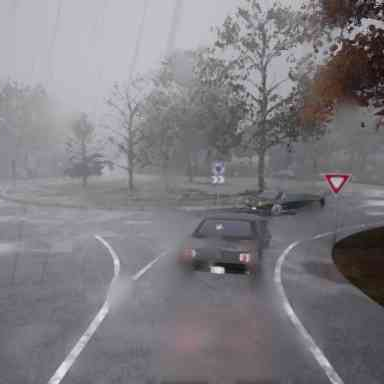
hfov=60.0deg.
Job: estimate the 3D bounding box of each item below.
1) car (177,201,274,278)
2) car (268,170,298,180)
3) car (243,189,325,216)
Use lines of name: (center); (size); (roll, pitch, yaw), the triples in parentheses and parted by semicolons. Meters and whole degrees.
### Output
car: (1.147, 1.242, 9.295); (1.895, 1.301, 4.718); (1, 4, 15)
car: (13.501, -2.539, 49.520); (1.812, 1.442, 4.674); (-4, 7, -41)
car: (5.420, 0.502, 19.303); (4.718, 1.301, 1.895); (-3, 6, -25)
